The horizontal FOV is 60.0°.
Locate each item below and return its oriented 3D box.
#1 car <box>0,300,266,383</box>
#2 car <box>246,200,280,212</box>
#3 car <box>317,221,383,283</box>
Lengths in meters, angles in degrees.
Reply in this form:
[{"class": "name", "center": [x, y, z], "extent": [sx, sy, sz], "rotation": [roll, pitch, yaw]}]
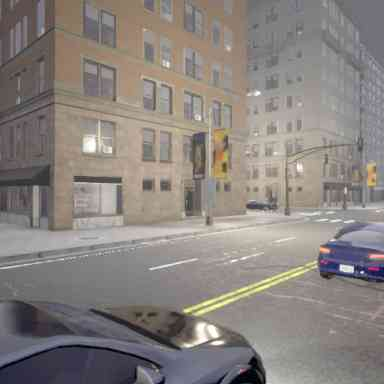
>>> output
[{"class": "car", "center": [-1.176, 1.564, 2.420], "extent": [1.994, 1.385, 4.181], "rotation": [0, 0, 43]}, {"class": "car", "center": [7.736, 1.591, 38.791], "extent": [4.718, 1.301, 1.895], "rotation": [0, 0, 43]}, {"class": "car", "center": [4.987, 1.528, 9.025], "extent": [1.812, 1.442, 4.674], "rotation": [0, 0, 43]}]
